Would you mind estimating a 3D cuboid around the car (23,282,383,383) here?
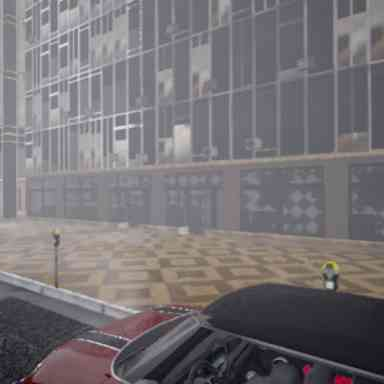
[{"bbox_3d":[0.531,1.435,2.354,4.097,1.590,1.967,0,0,35],"label":"car"}]
